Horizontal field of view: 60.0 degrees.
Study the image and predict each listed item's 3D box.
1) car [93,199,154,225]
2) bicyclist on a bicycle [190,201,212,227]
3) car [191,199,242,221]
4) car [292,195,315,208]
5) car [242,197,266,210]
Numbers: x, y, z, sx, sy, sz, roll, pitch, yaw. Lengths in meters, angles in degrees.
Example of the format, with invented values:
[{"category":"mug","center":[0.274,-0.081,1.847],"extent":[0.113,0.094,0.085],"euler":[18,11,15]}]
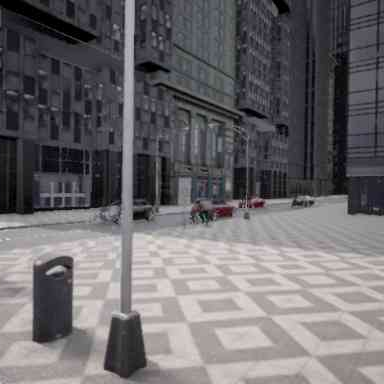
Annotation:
[{"category":"car","center":[-4.816,1.300,23.944],"extent":[2.097,1.767,4.553],"euler":[1,1,36]},{"category":"bicyclist on a bicycle","center":[0.530,1.365,20.702],"extent":[1.656,1.620,0.582],"euler":[1,1,36]},{"category":"car","center":[1.937,1.341,27.889],"extent":[2.097,1.767,4.553],"euler":[1,1,36]},{"category":"car","center":[16.008,1.239,47.545],"extent":[2.097,1.767,4.553],"euler":[1,1,36]},{"category":"car","center":[7.424,1.359,40.982],"extent":[1.882,1.535,5.008],"euler":[1,1,36]}]
